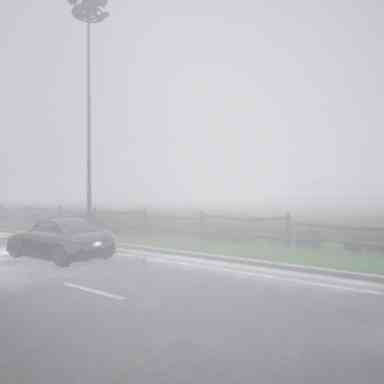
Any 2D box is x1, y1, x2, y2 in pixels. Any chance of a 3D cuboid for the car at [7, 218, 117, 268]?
[{"bbox_3d":[-4.585,1.599,11.558,4.181,1.385,1.994,0,0,35],"label":"car"}]
